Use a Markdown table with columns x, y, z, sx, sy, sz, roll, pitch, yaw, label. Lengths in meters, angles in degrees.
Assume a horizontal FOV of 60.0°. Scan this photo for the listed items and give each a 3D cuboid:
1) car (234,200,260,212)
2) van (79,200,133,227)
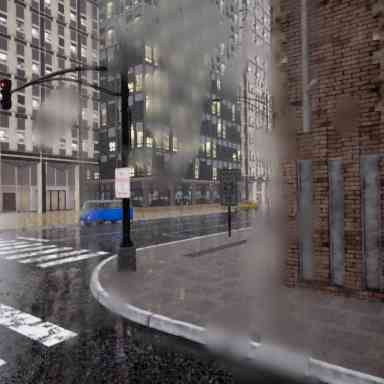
| x | y | z | sx | sy | sz | roll | pitch | yaw | label |
| --- | --- | --- | --- | --- | --- | --- | --- | --- | --- |
| 6.849 | 1.689 | 41.378 | 1.752 | 1.417 | 4.829 | -2 | -1 | 36 | car |
| -5.987 | 1.460 | 23.470 | 1.690 | 1.788 | 3.998 | -2 | -1 | 36 | van |
